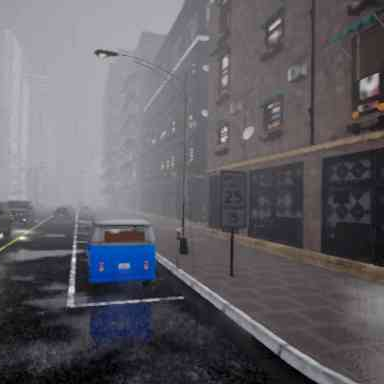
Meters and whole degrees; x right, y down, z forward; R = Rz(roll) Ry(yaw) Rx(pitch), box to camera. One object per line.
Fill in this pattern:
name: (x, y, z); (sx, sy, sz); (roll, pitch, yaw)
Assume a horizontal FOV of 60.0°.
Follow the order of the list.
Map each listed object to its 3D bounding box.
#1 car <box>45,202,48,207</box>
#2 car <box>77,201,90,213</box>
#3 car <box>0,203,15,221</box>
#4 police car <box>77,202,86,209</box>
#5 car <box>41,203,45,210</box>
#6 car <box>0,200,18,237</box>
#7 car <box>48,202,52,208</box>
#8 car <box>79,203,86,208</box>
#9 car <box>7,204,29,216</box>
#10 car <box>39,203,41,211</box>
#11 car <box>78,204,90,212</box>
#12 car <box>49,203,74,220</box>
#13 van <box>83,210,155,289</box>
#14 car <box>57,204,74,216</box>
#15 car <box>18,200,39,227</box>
car: (-29.842, 2.761, 64.557); (2.008, 1.369, 4.403); (2, -2, -19)
car: (-18.332, 2.779, 56.797); (2.008, 1.369, 4.403); (2, -2, -19)
car: (-19.095, 1.976, 33.158); (1.967, 1.590, 4.097); (2, -2, -19)
police car: (-25.404, 3.073, 76.475); (1.930, 1.638, 5.238); (2, -2, -19)
car: (-28.049, 2.537, 59.328); (1.967, 1.590, 4.097); (2, -2, -19)
car: (-10.916, 1.481, 17.274); (2.150, 2.045, 5.566); (2, -2, -18)
car: (-35.158, 3.077, 80.098); (1.752, 1.417, 4.829); (2, -2, -19)
car: (-29.079, 3.498, 88.197); (1.802, 1.307, 4.206); (2, -2, -19)
car: (-22.623, 2.281, 43.463); (1.752, 1.417, 4.829); (2, -2, -19)
car: (-26.260, 2.534, 54.090); (2.008, 1.369, 4.403); (2, -2, -19)
car: (-20.123, 2.892, 62.031); (2.008, 1.369, 4.403); (2, -2, -19)
car: (-14.220, 2.262, 36.614); (1.812, 1.442, 4.674); (2, -2, -18)
van: (-2.211, 1.574, 9.701); (1.690, 1.788, 3.998); (2, -2, -19)
car: (-17.809, 2.450, 46.985); (2.128, 1.511, 4.902); (2, -2, -19)
car: (-14.359, 1.693, 27.382); (2.150, 2.045, 5.566); (2, -2, -18)
